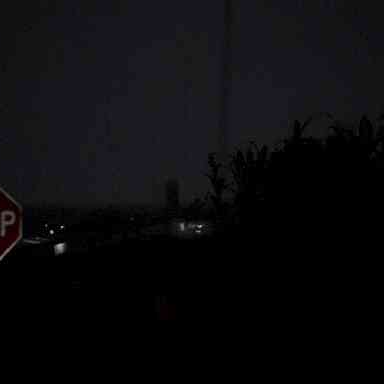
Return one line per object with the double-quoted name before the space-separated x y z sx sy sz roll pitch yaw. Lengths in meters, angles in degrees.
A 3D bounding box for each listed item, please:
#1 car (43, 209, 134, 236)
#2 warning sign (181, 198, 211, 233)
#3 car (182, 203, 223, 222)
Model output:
"car" -5.803 1.706 19.484 2.033 1.411 5.357 0 0 34
"warning sign" 0.233 1.299 18.890 1.300 1.860 1.060 0 0 35
"car" 1.038 1.735 29.282 1.812 1.442 4.674 0 0 35
